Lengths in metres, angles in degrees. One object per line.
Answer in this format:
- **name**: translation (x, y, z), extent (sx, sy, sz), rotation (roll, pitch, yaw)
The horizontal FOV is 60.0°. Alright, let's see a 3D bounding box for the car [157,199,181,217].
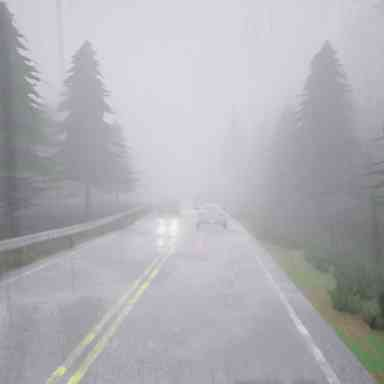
- **car**: translation (-1.988, 1.356, 29.437), extent (2.128, 1.511, 4.902), rotation (1, 0, 1)

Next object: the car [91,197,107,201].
- **car**: translation (-19.007, 1.657, 66.575), extent (4.892, 1.490, 1.837), rotation (-2, 3, 31)

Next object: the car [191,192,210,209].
- **car**: translation (1.129, 1.053, 42.994), extent (2.150, 2.045, 5.566), rotation (0, 0, -4)

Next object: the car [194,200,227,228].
- **car**: translation (1.235, 1.458, 21.407), extent (1.812, 1.442, 4.674), rotation (1, 0, 2)
